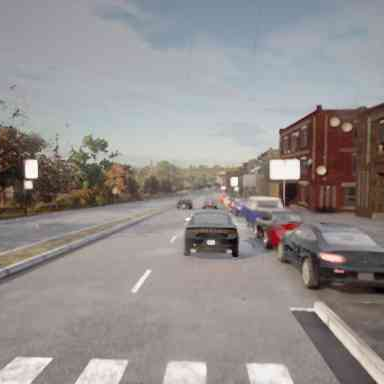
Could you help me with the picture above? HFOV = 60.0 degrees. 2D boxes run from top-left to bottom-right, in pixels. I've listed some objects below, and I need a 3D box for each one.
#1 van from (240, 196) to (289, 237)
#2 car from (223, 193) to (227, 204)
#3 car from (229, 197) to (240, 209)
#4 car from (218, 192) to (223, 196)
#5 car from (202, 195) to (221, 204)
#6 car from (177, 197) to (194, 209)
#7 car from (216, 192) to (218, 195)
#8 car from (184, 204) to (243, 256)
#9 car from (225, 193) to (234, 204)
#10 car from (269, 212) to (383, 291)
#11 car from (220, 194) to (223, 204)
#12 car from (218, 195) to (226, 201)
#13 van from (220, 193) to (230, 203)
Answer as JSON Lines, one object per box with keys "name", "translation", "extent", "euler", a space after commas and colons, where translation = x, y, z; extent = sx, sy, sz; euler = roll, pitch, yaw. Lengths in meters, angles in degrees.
{"name": "van", "translation": [4.225, 1.263, 20.110], "extent": [1.878, 1.987, 4.442], "euler": [0, 0, 3]}
{"name": "car", "translation": [5.417, 1.350, 42.156], "extent": [2.185, 1.767, 4.553], "euler": [0, 0, 3]}
{"name": "car", "translation": [4.814, 1.523, 31.026], "extent": [2.002, 1.452, 4.674], "euler": [0, 0, 3]}
{"name": "car", "translation": [6.308, 1.215, 58.642], "extent": [2.435, 2.045, 5.566], "euler": [0, 0, 3]}
{"name": "car", "translation": [2.362, 1.526, 43.887], "extent": [2.033, 1.411, 5.357], "euler": [0, 0, 3]}
{"name": "car", "translation": [-0.893, 1.465, 43.923], "extent": [1.837, 1.490, 4.892], "euler": [0, 0, 4]}
{"name": "car", "translation": [7.206, 1.331, 75.259], "extent": [2.185, 1.767, 4.553], "euler": [0, 0, 3]}
{"name": "car", "translation": [0.744, 1.474, 13.174], "extent": [1.882, 1.535, 5.008], "euler": [0, 0, 3]}
{"name": "car", "translation": [5.118, 1.354, 36.639], "extent": [2.185, 1.767, 4.553], "euler": [0, 0, 3]}
{"name": "car", "translation": [3.643, 1.536, 9.018], "extent": [2.002, 1.452, 4.674], "euler": [2, 0, 3]}
{"name": "car", "translation": [6.014, 1.469, 53.216], "extent": [2.097, 1.535, 5.008], "euler": [0, 0, 3]}
{"name": "car", "translation": [7.797, 1.490, 86.197], "extent": [2.002, 1.452, 4.674], "euler": [0, 0, 3]}
{"name": "van", "translation": [6.916, 1.234, 69.889], "extent": [1.878, 1.987, 4.442], "euler": [0, 0, 3]}
